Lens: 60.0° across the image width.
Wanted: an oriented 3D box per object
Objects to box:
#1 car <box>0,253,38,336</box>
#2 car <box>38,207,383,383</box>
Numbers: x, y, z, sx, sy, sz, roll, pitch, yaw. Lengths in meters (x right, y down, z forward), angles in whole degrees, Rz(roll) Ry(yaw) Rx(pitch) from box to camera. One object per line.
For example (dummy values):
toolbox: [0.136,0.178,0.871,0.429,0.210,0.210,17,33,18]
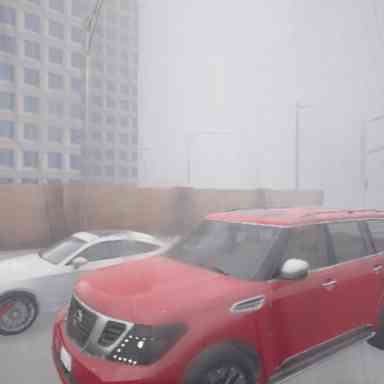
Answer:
car: [-2.022,1.550,6.843,4.674,1.442,1.812,1,-1,-36]
car: [1.072,1.261,4.742,5.566,2.045,2.150,1,-1,-35]
